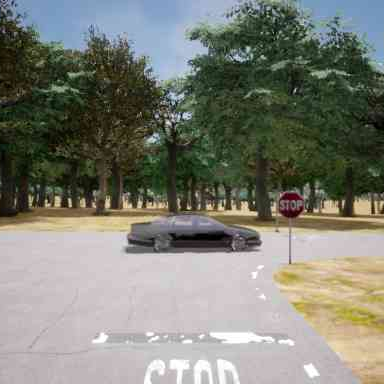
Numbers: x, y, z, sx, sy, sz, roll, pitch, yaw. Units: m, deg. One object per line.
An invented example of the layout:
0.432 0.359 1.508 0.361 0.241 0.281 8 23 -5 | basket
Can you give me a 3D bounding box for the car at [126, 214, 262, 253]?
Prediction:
0.053 1.610 13.535 5.357 1.411 2.033 1 1 -9 | car
